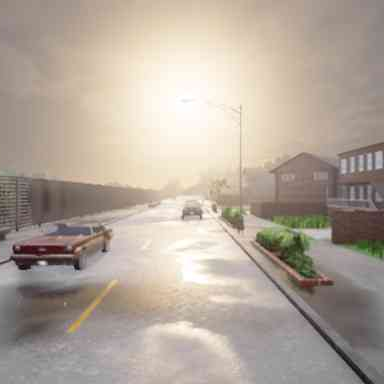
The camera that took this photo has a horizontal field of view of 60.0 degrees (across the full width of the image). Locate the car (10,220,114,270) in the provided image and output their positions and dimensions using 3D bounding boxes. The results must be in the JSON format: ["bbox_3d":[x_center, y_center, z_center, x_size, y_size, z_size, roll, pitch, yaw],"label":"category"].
[{"bbox_3d":[-4.128,1.659,11.376,1.895,1.301,4.718,0,0,0],"label":"car"}]

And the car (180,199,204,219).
[{"bbox_3d":[0.010,1.681,30.840,1.812,1.442,4.674,0,0,0],"label":"car"}]

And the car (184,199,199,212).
[{"bbox_3d":[-0.038,1.723,43.068,1.837,1.490,4.892,0,0,0],"label":"car"}]
